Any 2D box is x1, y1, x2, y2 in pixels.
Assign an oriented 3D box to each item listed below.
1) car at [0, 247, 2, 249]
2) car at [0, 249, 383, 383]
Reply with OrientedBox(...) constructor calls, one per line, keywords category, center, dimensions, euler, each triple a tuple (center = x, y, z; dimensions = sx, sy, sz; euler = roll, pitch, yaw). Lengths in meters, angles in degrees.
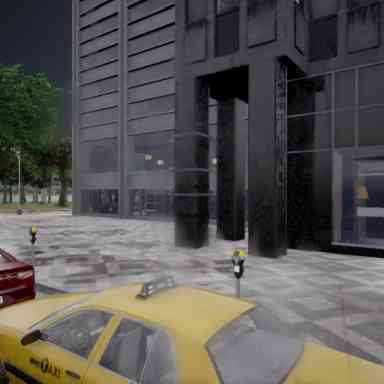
OrientedBox(category="car", center=(-4.823, 1.545, 6.410), dimensions=(4.507, 1.381, 1.887), euler=(0, 0, 36))
OrientedBox(category="car", center=(-0.537, 1.525, 3.347), dimensions=(4.829, 1.417, 1.752), euler=(0, 0, 36))
